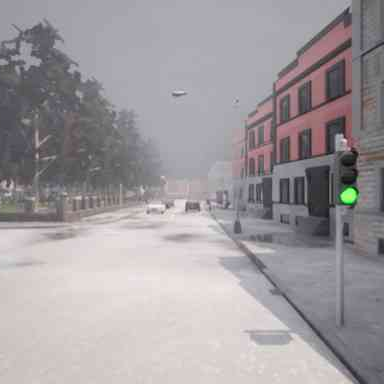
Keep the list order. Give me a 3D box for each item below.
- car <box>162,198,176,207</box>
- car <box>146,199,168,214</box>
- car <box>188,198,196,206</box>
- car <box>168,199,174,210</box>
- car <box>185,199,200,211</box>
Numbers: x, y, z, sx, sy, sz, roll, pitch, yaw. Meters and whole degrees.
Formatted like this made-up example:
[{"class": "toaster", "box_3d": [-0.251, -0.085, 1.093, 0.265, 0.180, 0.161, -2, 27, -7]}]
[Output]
[{"class": "car", "box_3d": [-4.094, 1.892, 59.029, 2.033, 1.411, 5.357, 0, 0, 0]}, {"class": "car", "box_3d": [-4.103, 1.751, 38.602, 1.812, 1.442, 4.674, 0, 0, 0]}, {"class": "car", "box_3d": [-0.031, 2.169, 73.073, 1.812, 1.442, 4.674, 0, 0, 0]}, {"class": "car", "box_3d": [-4.116, 1.885, 48.697, 1.895, 1.301, 4.718, 0, 0, 0]}, {"class": "car", "box_3d": [0.086, 1.735, 44.128, 1.882, 1.535, 5.008, 0, 0, 0]}]
